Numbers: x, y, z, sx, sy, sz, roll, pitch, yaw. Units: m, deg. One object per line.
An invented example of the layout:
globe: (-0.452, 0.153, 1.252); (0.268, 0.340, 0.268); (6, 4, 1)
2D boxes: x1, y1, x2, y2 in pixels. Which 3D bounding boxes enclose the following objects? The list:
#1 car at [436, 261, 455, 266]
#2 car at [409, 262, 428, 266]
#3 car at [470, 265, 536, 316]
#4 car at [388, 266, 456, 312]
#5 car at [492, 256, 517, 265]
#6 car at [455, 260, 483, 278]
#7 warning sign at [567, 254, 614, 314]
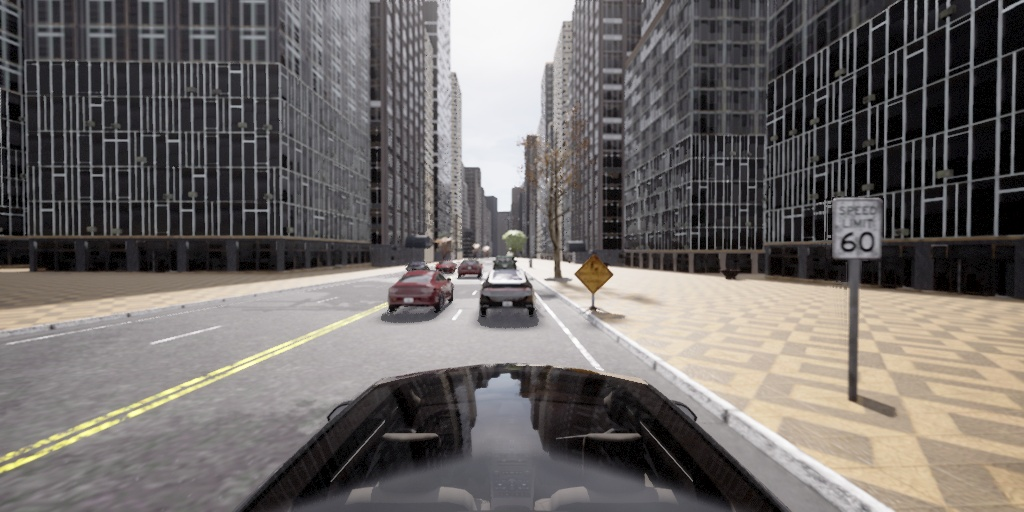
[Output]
car: (-7.539, 1.256, 40.851); (1.882, 1.535, 5.008); (0, 0, -1)
car: (-10.798, 1.345, 41.290); (1.994, 1.385, 4.181); (0, 0, -1)
car: (-0.187, 1.249, 13.419); (2.128, 1.511, 4.902); (0, 0, -1)
car: (-3.452, 1.285, 14.109); (1.812, 1.442, 4.674); (0, 0, -1)
car: (-0.684, 0.992, 34.297); (2.150, 2.045, 5.566); (0, 0, -1)
car: (-3.953, 1.123, 34.897); (2.097, 1.767, 4.553); (0, 0, -1)
warning sign: (2.630, 0.869, 11.659); (1.300, 1.860, 1.060); (0, 0, -1)
